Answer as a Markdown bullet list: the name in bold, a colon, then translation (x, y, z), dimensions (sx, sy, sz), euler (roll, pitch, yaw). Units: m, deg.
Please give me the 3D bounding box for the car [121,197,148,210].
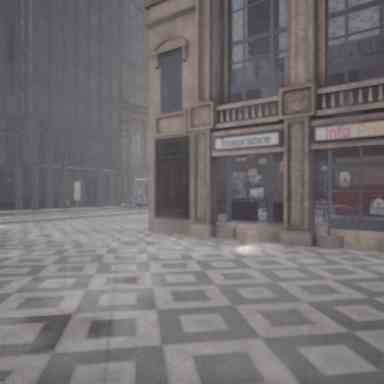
- **car**: translation (-7.080, 1.423, 43.122), dimensions (2.128, 1.511, 4.902), euler (0, 0, 36)
